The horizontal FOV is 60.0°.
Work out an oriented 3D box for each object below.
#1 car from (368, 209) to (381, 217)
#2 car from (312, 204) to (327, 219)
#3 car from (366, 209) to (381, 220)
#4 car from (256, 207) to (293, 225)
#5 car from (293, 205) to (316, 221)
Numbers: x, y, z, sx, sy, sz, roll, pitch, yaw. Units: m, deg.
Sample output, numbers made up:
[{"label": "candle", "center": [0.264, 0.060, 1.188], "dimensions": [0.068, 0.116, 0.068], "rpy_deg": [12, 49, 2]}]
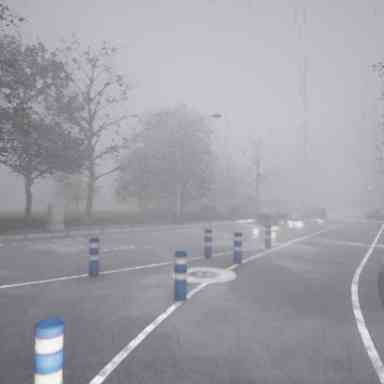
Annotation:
[{"label": "car", "center": [34.181, 3.905, 62.138], "dimensions": [2.033, 1.411, 5.357], "rpy_deg": [1, -1, 30]}, {"label": "car", "center": [18.380, 2.856, 49.039], "dimensions": [2.150, 2.045, 5.566], "rpy_deg": [1, -2, 31]}, {"label": "car", "center": [29.199, 3.698, 53.617], "dimensions": [1.994, 1.385, 4.181], "rpy_deg": [1, -2, 30]}, {"label": "car", "center": [7.597, 2.178, 31.170], "dimensions": [1.882, 1.535, 5.008], "rpy_deg": [1, -2, 31]}, {"label": "car", "center": [12.900, 2.650, 39.945], "dimensions": [2.128, 1.511, 4.902], "rpy_deg": [1, -2, 31]}]
